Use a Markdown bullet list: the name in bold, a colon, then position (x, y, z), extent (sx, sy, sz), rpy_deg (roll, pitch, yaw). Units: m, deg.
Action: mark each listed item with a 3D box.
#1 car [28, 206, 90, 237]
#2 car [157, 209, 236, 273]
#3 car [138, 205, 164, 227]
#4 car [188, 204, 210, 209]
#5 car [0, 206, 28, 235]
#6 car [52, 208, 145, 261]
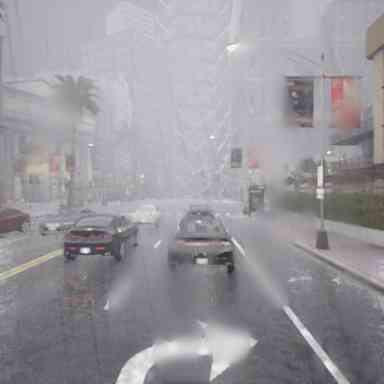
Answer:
- **car**: position (-6.768, 1.550, 18.658), extent (2.128, 1.511, 4.902), rpy_deg (0, 0, 1)
- **car**: position (0.289, 1.533, 10.768), extent (2.128, 1.511, 4.902), rpy_deg (0, 0, 1)
- **car**: position (-3.012, 1.607, 23.119), extent (1.812, 1.442, 4.674), rpy_deg (0, 0, 1)
- **car**: position (0.485, 1.590, 22.907), extent (1.837, 1.490, 4.892), rpy_deg (0, 0, 1)
- **car**: position (-10.299, 1.526, 17.229), extent (1.882, 1.535, 5.008), rpy_deg (0, 0, 1)
- **car**: position (-3.187, 1.546, 12.485), extent (1.837, 1.490, 4.892), rpy_deg (0, -1, 1)
